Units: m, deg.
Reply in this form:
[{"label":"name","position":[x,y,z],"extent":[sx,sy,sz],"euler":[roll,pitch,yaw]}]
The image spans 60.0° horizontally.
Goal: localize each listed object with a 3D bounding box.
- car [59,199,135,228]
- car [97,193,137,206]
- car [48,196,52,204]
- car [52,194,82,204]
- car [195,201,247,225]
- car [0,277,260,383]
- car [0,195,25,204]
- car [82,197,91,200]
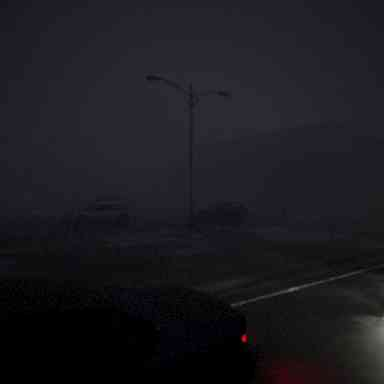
[{"label":"car","position":[-5.856,1.386,20.585],"extent":[3.806,1.475,1.970],"euler":[0,0,-35]},{"label":"car","position":[-8.596,1.102,37.705],"extent":[4.605,1.855,1.932],"euler":[0,0,-35]},{"label":"car","position":[-21.866,1.235,55.415],"extent":[3.806,1.475,1.970],"euler":[0,0,-35]},{"label":"car","position":[-17.925,1.157,50.339],"extent":[5.027,1.636,2.152],"euler":[0,0,-35]},{"label":"car","position":[1.934,1.380,22.392],"extent":[3.633,1.501,1.845],"euler":[0,0,-35]},{"label":"car","position":[-1.844,1.547,2.672],"extent":[5.357,1.411,2.033],"euler":[0,0,-36]},{"label":"car","position":[-29.742,1.297,54.381],"extent":[4.514,1.523,2.007],"euler":[0,0,-35]},{"label":"car","position":[-10.598,1.081,39.851],"extent":[3.866,1.878,1.905],"euler":[0,0,-35]}]
